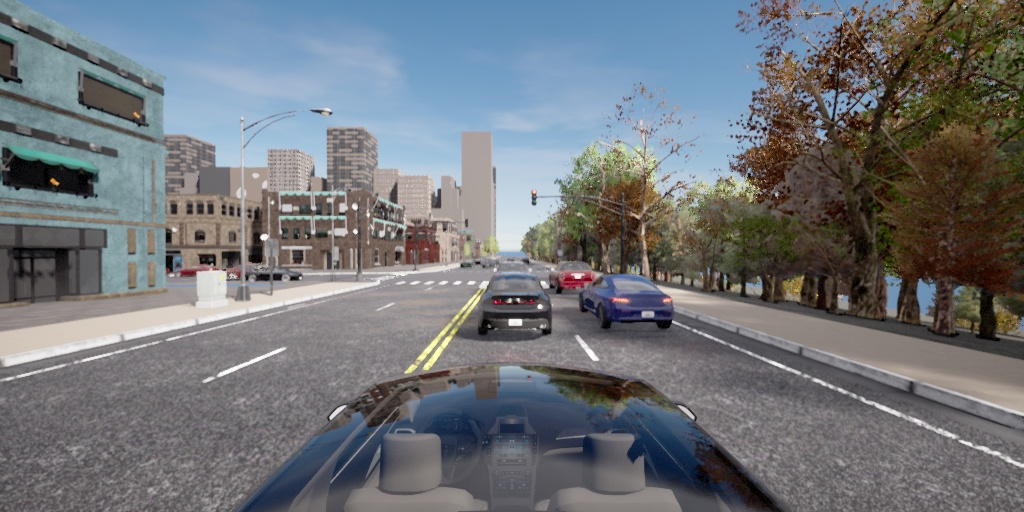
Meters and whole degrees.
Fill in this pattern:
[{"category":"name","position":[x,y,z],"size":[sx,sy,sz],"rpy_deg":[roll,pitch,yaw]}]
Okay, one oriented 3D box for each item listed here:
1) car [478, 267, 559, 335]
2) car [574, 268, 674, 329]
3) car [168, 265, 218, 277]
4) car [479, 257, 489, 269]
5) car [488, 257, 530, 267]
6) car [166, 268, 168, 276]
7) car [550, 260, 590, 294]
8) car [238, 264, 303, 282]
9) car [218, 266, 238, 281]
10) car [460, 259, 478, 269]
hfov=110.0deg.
[{"category":"car","position":[0.069,1.238,10.457],"size":[1.837,1.490,4.892],"rpy_deg":[0,0,0]},{"category":"car","position":[3.317,1.258,11.057],"size":[1.812,1.442,4.674],"rpy_deg":[0,0,0]},{"category":"car","position":[-33.953,1.587,38.777],"size":[4.207,1.307,1.802],"rpy_deg":[0,0,0]},{"category":"car","position":[-3.528,1.148,55.014],"size":[1.837,1.490,4.892],"rpy_deg":[0,0,0]},{"category":"car","position":[0.036,1.069,19.366],"size":[2.097,1.767,4.553],"rpy_deg":[0,0,0]},{"category":"car","position":[-39.488,1.649,38.764],"size":[4.207,1.307,1.802],"rpy_deg":[0,0,0]},{"category":"car","position":[3.285,1.068,20.045],"size":[2.097,1.767,4.553],"rpy_deg":[0,0,0]},{"category":"car","position":[-20.053,1.512,30.311],"size":[4.313,1.339,1.948],"rpy_deg":[0,0,0]},{"category":"car","position":[-23.706,1.482,33.006],"size":[4.674,1.442,1.812],"rpy_deg":[-1,1,0]},{"category":"car","position":[-6.778,1.246,54.563],"size":[1.895,1.301,4.718],"rpy_deg":[0,0,0]}]
